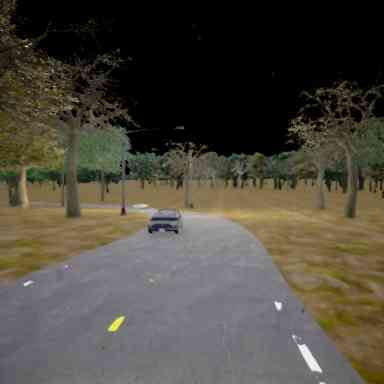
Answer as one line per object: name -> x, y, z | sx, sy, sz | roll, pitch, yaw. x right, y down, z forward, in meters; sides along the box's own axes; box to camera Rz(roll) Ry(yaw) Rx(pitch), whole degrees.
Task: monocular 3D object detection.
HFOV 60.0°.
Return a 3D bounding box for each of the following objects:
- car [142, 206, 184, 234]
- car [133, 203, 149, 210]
car -> -1.533, 1.783, 21.040 | 2.033, 1.411, 5.357 | 0, -1, 3
car -> -9.392, 2.631, 61.390 | 1.895, 1.301, 4.718 | -1, -1, -24
